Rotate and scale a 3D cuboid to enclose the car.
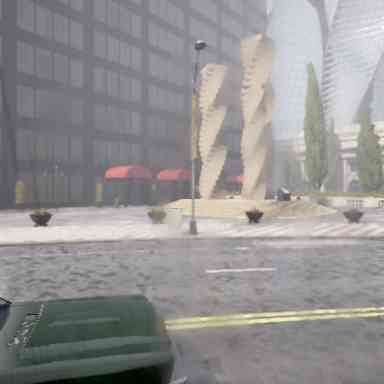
[{"bbox_3d":[-2.474,1.589,3.112,4.718,1.301,1.895,0,0,-16],"label":"car"}]
